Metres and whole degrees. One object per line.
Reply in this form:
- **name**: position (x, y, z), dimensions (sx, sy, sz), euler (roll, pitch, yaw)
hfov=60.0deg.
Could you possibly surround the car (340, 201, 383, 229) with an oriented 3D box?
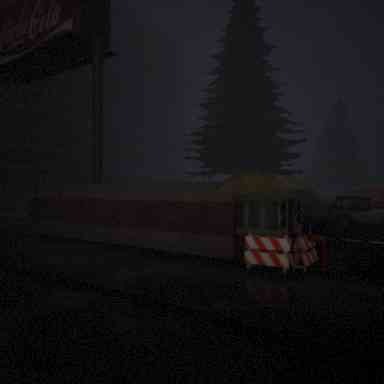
- **car**: position (11.220, 1.337, 19.680), dimensions (4.193, 1.474, 1.816), euler (0, 0, 35)

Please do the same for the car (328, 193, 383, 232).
- **car**: position (9.282, 1.148, 17.621), dimensions (3.866, 1.878, 1.905), euler (0, 0, 35)
